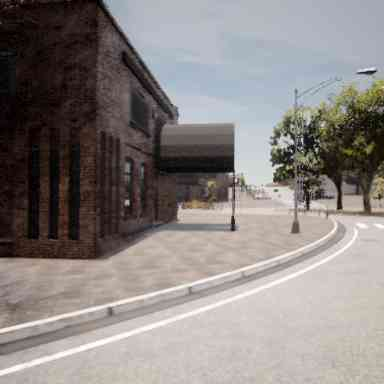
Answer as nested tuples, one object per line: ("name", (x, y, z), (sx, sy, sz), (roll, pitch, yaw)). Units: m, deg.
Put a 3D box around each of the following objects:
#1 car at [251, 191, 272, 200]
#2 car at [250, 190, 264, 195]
("car", (19.097, 1.281, 89.011), (4.674, 1.452, 2.002), (-2, 3, -14))
("car", (19.431, 1.080, 91.948), (4.792, 1.488, 2.163), (-2, 3, -14))
